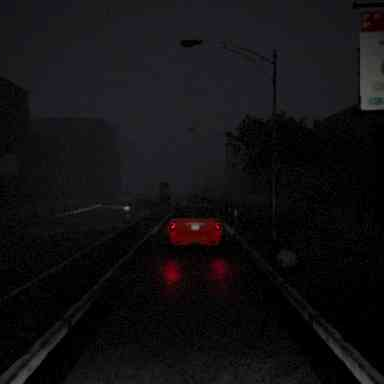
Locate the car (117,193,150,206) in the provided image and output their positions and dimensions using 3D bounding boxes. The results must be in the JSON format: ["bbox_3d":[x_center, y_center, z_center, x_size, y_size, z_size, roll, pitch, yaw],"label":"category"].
[{"bbox_3d":[-7.272,0.911,41.768,1.812,1.442,4.674,1,2,35],"label":"car"}]

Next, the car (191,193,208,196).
[{"bbox_3d":[0.785,0.852,43.007,1.837,1.490,4.892,0,3,-20],"label":"car"}]

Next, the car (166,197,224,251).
[{"bbox_3d":[0.119,1.258,13.846,2.097,1.767,4.553,0,0,0],"label":"car"}]
